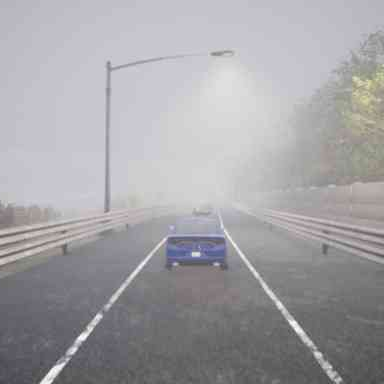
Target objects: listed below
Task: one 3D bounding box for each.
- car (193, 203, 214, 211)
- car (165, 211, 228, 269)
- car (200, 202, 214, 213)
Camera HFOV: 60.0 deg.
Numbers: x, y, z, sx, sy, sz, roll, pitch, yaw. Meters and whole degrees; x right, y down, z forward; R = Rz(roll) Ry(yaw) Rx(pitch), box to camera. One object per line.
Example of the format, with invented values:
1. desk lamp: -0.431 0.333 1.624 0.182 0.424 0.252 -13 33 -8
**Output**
1. car: 0.816 1.908 26.069 2.128 1.511 4.902 0 -1 3
2. car: 0.167 1.634 11.744 1.882 1.535 5.008 0 -1 1
3. car: 2.368 2.357 50.956 2.128 1.511 4.902 0 -1 4
